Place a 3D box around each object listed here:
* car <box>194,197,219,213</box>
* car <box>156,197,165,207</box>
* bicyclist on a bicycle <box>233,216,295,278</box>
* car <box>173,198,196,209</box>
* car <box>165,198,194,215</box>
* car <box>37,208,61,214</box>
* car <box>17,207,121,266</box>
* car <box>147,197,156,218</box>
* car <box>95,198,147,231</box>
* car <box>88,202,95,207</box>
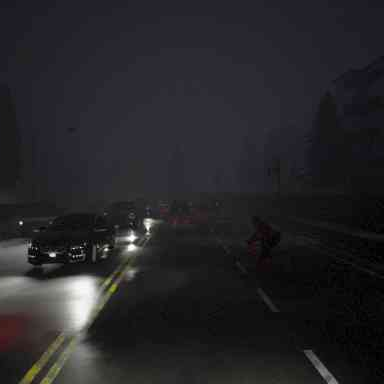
[{"bbox_3d":[1.555,1.352,37.753,2.097,1.767,4.553,0,0,-9],"label":"car"},{"bbox_3d":[-4.854,1.504,47.238,1.837,1.490,4.892,0,0,-22],"label":"car"},{"bbox_3d":[1.866,1.453,8.714,1.656,1.620,0.582,-2,0,-2],"label":"bicyclist on a bicycle"},{"bbox_3d":[-1.098,1.564,47.529,1.994,1.385,4.181,0,0,-22],"label":"car"},{"bbox_3d":[-1.336,1.487,34.121,2.128,1.511,4.902,0,0,-6],"label":"car"},{"bbox_3d":[-7.666,1.601,18.333,1.895,1.301,4.718,0,0,-2],"label":"car"},{"bbox_3d":[-3.946,1.505,11.657,1.837,1.490,4.892,0,0,-2],"label":"car"},{"bbox_3d":[-4.681,1.352,30.411,2.097,1.767,4.553,0,0,-4],"label":"car"},{"bbox_3d":[-4.258,1.352,20.715,2.097,1.767,4.553,0,0,-2],"label":"car"},{"bbox_3d":[-8.121,1.564,29.525,1.994,1.385,4.181,0,0,-4],"label":"car"}]
